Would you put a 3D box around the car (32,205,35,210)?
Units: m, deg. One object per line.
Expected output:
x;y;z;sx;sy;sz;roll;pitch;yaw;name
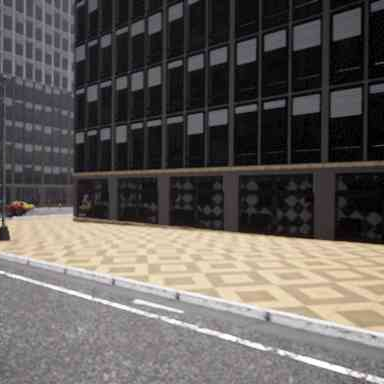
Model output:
-23.019;1.891;43.185;1.752;1.417;4.829;0;0;37;car

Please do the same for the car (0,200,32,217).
-19.602;1.720;33.781;2.192;1.841;5.009;0;0;37;car
